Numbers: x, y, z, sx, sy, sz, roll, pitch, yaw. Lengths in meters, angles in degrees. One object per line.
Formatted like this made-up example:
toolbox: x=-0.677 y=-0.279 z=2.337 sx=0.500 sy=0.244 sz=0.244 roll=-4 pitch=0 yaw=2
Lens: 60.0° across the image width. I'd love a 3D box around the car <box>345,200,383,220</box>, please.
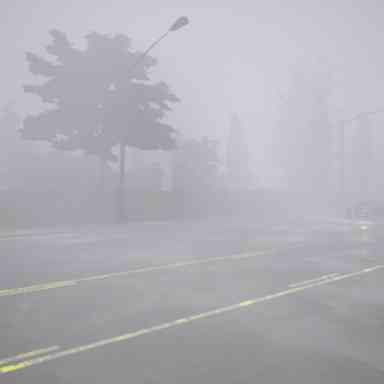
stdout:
car: x=14.471 y=1.430 z=27.231 sx=4.892 sy=1.490 sz=1.837 roll=0 pitch=0 yaw=-36
